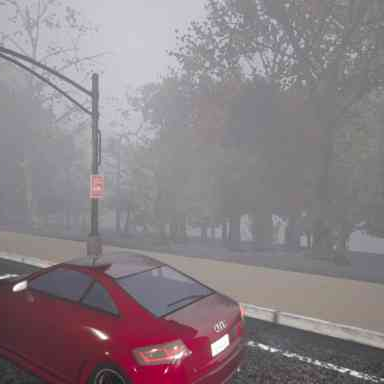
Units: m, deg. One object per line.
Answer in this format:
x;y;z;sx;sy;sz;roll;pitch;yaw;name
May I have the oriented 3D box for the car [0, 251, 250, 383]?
-1.338;1.563;4.636;4.181;1.385;1.994;0;0;35;car
